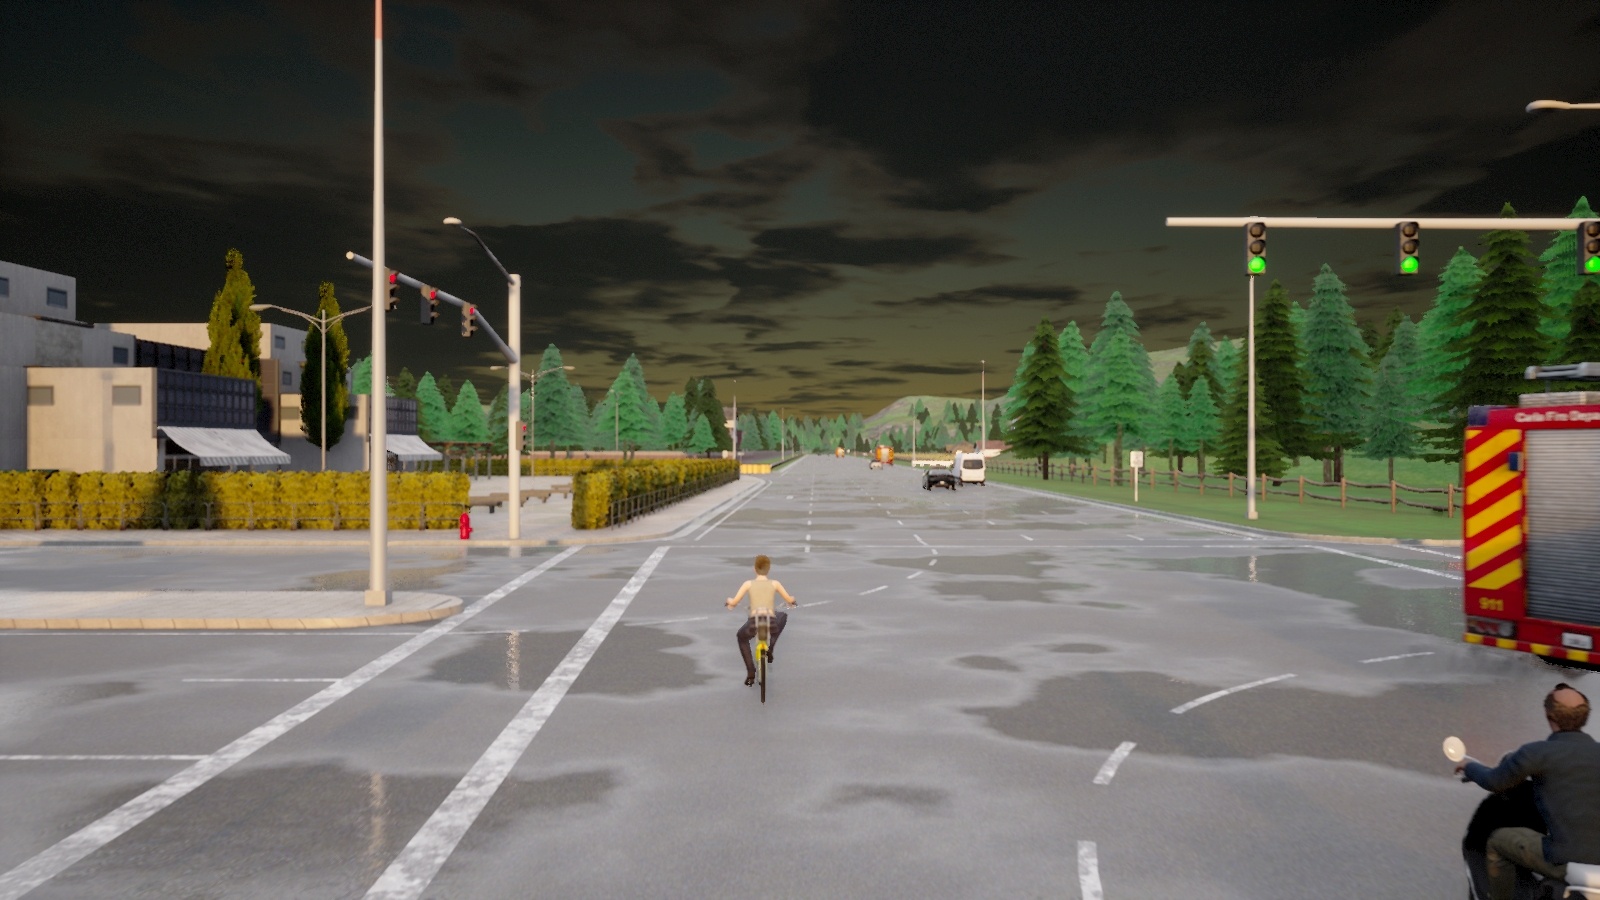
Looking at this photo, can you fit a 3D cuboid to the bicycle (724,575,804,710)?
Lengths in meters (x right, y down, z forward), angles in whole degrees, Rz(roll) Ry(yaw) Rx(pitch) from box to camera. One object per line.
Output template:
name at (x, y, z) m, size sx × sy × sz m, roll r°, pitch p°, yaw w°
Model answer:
bicycle at (-0.435, 2.157, 13.082) m, size 0.859 × 1.276 × 1.487 m, roll 0°, pitch 0°, yaw -3°

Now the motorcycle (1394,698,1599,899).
motorcycle at (3.849, 2.142, 5.855) m, size 0.856 × 1.316 × 1.805 m, roll 1°, pitch 0°, yaw 8°

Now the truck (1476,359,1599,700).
truck at (12.877, 0.889, 14.483) m, size 8.468 × 3.827 × 2.891 m, roll 0°, pitch 0°, yaw -23°
